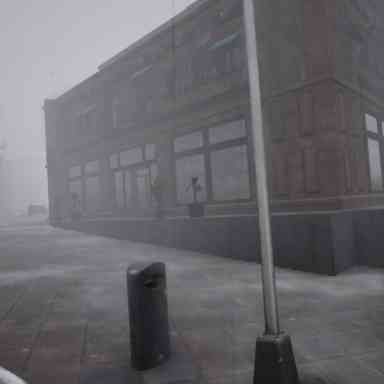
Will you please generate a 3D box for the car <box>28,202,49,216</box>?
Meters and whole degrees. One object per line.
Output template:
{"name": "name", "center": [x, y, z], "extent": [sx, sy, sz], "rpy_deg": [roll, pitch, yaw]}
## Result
{"name": "car", "center": [-18.179, 1.896, 39.437], "extent": [1.882, 1.535, 5.008], "rpy_deg": [-2, 0, -19]}
